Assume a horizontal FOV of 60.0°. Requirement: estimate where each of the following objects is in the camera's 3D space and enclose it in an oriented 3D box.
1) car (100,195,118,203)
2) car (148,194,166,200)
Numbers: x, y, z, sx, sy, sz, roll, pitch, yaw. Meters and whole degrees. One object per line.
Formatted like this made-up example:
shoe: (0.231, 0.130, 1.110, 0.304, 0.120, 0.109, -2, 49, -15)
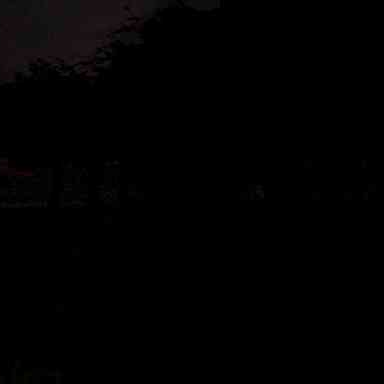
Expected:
car: (-16.054, 1.308, 62.787, 1.812, 1.442, 4.674, 3, 2, 31)
car: (-8.015, 1.170, 76.392, 2.033, 1.411, 5.357, 3, 1, 29)
